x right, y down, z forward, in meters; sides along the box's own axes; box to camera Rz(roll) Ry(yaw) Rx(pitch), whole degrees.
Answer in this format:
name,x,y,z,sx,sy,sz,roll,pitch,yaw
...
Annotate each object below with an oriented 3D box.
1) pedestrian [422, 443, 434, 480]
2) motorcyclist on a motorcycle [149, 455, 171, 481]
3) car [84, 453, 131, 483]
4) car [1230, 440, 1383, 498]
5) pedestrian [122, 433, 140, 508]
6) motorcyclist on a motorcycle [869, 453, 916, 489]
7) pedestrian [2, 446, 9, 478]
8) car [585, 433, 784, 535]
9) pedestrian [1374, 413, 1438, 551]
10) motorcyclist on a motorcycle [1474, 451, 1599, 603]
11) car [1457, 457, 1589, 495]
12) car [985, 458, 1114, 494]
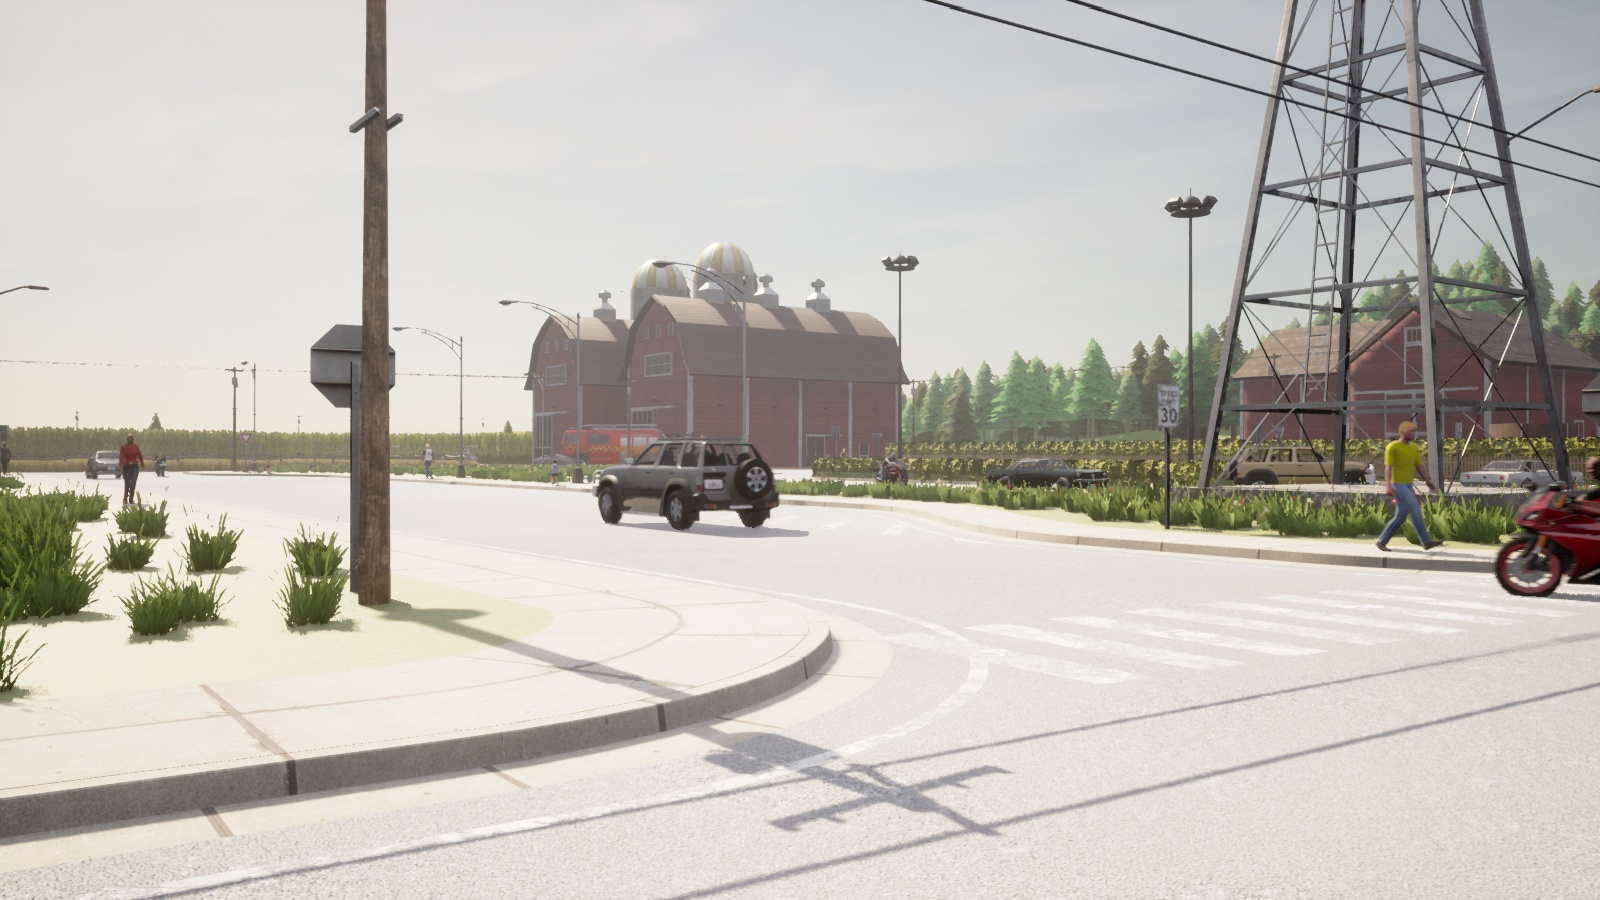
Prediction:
name,x,y,z,sx,sy,sz,roll,pitch,yaw
pedestrian,-18.547,0.593,62.636,0.354,1.836,0.706,0,0,-38
motorcyclist on a motorcycle,-38.131,1.044,74.821,0.866,1.530,2.191,0,0,-36
car,-37.419,0.969,67.855,1.789,1.549,3.705,0,0,-36
car,16.907,0.630,42.178,4.605,1.855,1.932,0,0,17
pedestrian,-16.807,0.513,31.542,0.331,1.846,0.636,0,0,-35
motorcyclist on a motorcycle,4.016,0.905,54.747,0.866,1.530,2.191,0,0,-35
pedestrian,-45.715,0.674,72.277,0.328,1.805,0.869,0,0,-33
car,-2.442,0.629,25.406,1.932,1.855,4.605,0,0,-36
pedestrian,8.237,0.424,17.079,0.354,1.836,0.706,0,0,-30
motorcyclist on a motorcycle,8.359,0.794,13.075,2.191,1.530,0.866,0,-2,13
car,25.803,0.900,44.784,4.718,1.301,1.895,0,0,-29
car,9.334,0.941,47.306,1.895,1.301,4.718,0,0,-36
